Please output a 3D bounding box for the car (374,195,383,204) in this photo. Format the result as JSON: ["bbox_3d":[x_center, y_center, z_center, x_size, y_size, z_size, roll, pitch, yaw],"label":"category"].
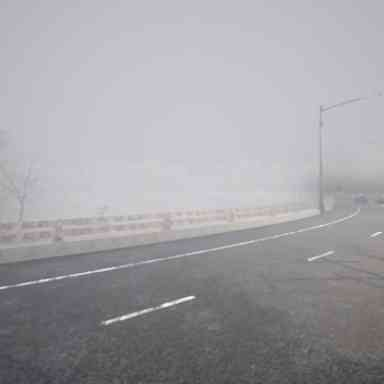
[{"bbox_3d":[31.683,1.231,55.191,1.994,1.385,4.181,0,0,17],"label":"car"}]

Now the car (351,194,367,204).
[{"bbox_3d":[28.567,1.174,56.884,1.837,1.490,4.892,0,0,17],"label":"car"}]
